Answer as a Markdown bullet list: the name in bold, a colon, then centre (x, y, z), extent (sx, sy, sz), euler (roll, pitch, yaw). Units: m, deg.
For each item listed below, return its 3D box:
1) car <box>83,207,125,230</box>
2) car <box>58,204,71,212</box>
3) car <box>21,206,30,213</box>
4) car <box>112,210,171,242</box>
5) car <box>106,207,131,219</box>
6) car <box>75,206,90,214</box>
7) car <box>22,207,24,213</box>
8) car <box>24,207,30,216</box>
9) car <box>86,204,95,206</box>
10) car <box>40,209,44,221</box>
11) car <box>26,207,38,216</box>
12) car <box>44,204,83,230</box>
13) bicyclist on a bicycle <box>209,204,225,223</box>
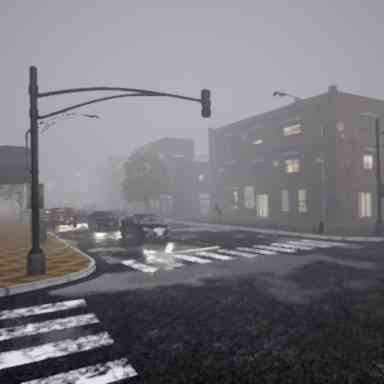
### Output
- **car**: centre (-7.567, 2.328, 28.339), extent (1.882, 1.535, 5.008), euler (-1, -1, -30)
- **car**: centre (-31.978, 3.917, 83.335), extent (2.192, 1.841, 5.009), euler (-2, -1, -29)
- **car**: centre (-41.906, 4.404, 83.891), extent (1.752, 1.417, 4.829), euler (-2, -1, -29)
- **car**: centre (-2.928, 2.053, 20.107), extent (2.128, 1.511, 4.902), euler (-1, -1, -29)
- **car**: centre (-9.846, 2.779, 44.156), extent (2.008, 1.369, 4.403), euler (-2, -1, -29)
- **car**: centre (-21.177, 3.457, 64.210), extent (1.752, 1.417, 4.829), euler (-2, -1, -29)
- **car**: centre (-36.551, 4.091, 74.403), extent (1.887, 1.381, 4.507), euler (-2, -1, -29)
- **car**: centre (-28.403, 3.355, 59.952), extent (2.192, 1.841, 5.009), euler (-2, -1, -29)
- **car**: centre (-18.384, 3.073, 59.246), extent (2.192, 1.841, 5.009), euler (-2, -1, -29)
- **car**: centre (-17.175, 2.782, 40.039), extent (1.967, 1.590, 4.097), euler (-2, -1, -29)
- **car**: centre (-31.030, 3.729, 64.619), extent (1.752, 1.417, 4.829), euler (-2, -1, -29)
- **car**: centre (-11.821, 2.320, 30.360), extent (2.192, 1.841, 5.009), euler (-2, -1, -29)
- **bicyclist on a bicycle**: centre (2.187, 1.899, 28.801), extent (1.656, 1.620, 0.582), euler (-1, -1, -29)
